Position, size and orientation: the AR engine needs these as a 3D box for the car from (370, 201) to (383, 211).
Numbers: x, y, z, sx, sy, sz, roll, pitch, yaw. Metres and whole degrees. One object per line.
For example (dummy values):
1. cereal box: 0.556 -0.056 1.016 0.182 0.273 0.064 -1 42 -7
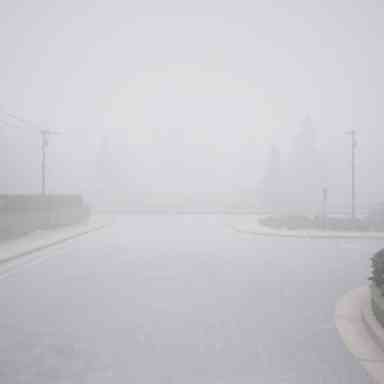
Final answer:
1. car: 20.561 1.728 33.625 4.553 1.767 2.097 0 -1 1
